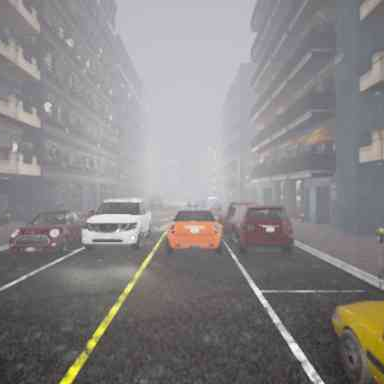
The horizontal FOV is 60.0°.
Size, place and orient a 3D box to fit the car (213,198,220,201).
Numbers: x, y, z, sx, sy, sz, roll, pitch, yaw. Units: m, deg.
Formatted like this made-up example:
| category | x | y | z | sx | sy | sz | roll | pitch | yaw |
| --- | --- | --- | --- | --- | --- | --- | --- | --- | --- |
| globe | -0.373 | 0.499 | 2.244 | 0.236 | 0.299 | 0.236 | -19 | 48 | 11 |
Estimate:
| category | x | y | z | sx | sy | sz | roll | pitch | yaw |
| --- | --- | --- | --- | --- | --- | --- | --- | --- | --- |
| car | 2.673 | 1.414 | 19.435 | 2.192 | 1.841 | 5.009 | -1 | 0 | 0 |

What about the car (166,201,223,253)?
| category | x | y | z | sx | sy | sz | roll | pitch | yaw |
| --- | --- | --- | --- | --- | --- | --- | --- | --- | --- |
| car | 0.096 | 1.422 | 14.090 | 2.097 | 1.767 | 4.553 | 0 | 0 | 0 |

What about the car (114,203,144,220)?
| category | x | y | z | sx | sy | sz | roll | pitch | yaw |
| --- | --- | --- | --- | --- | --- | --- | --- | --- | --- |
| car | -5.705 | 1.725 | 30.805 | 1.947 | 1.339 | 4.313 | -1 | 0 | 0 |

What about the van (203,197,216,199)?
| category | x | y | z | sx | sy | sz | roll | pitch | yaw |
| --- | --- | --- | --- | --- | --- | --- | --- | --- | --- |
| van | 2.670 | 1.562 | 42.173 | 1.690 | 1.788 | 3.998 | -1 | 0 | 0 |

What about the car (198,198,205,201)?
| category | x | y | z | sx | sy | sz | roll | pitch | yaw |
| --- | --- | --- | --- | --- | --- | --- | --- | --- | --- |
| car | 0.094 | 1.749 | 38.754 | 2.033 | 1.411 | 5.357 | 0 | 0 | 0 |

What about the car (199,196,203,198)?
| category | x | y | z | sx | sy | sz | roll | pitch | yaw |
| --- | --- | --- | --- | --- | --- | --- | --- | --- | --- |
| car | 2.668 | 1.937 | 70.594 | 2.008 | 1.369 | 4.403 | -1 | 0 | 0 |

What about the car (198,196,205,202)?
| category | x | y | z | sx | sy | sz | roll | pitch | yaw |
| --- | --- | --- | --- | --- | --- | --- | --- | --- | --- |
| car | 2.662 | 1.966 | 93.334 | 1.967 | 1.590 | 4.097 | -1 | 0 | 0 |

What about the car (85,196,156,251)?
| category | x | y | z | sx | sy | sz | roll | pitch | yaw |
| --- | --- | --- | --- | --- | --- | --- | --- | --- | --- |
| car | -3.100 | 1.297 | 14.924 | 2.150 | 2.045 | 5.566 | 0 | 0 | 0 |

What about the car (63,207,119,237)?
| category | x | y | z | sx | sy | sz | roll | pitch | yaw |
| --- | --- | --- | --- | --- | --- | --- | --- | --- | --- |
| car | -5.704 | 1.644 | 19.435 | 1.887 | 1.381 | 4.507 | -1 | 0 | 0 |

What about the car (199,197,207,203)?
| category | x | y | z | sx | sy | sz | roll | pitch | yaw |
| --- | --- | --- | --- | --- | --- | --- | --- | --- | --- |
| car | 2.666 | 2.000 | 81.964 | 1.887 | 1.381 | 4.507 | -1 | 0 | 0 |

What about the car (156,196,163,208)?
| category | x | y | z | sx | sy | sz | roll | pitch | yaw |
| --- | --- | --- | --- | --- | --- | --- | --- | --- | --- |
| car | -5.713 | 1.601 | 53.544 | 2.192 | 1.841 | 5.009 | -1 | 0 | 0 |

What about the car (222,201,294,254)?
| category | x | y | z | sx | sy | sz | roll | pitch | yaw |
| --- | --- | --- | --- | --- | --- | --- | --- | --- | --- |
| car | 2.674 | 1.385 | 13.750 | 2.192 | 1.841 | 5.009 | -1 | 0 | 0 |

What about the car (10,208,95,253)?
| category | x | y | z | sx | sy | sz | roll | pitch | yaw |
| --- | --- | --- | --- | --- | --- | --- | --- | --- | --- |
| car | -5.704 | 1.510 | 13.751 | 1.967 | 1.590 | 4.097 | -1 | 0 | 0 |

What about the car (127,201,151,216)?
| category | x | y | z | sx | sy | sz | roll | pitch | yaw |
| --- | --- | --- | --- | --- | --- | --- | --- | --- | --- |
| car | -5.706 | 1.756 | 36.489 | 1.947 | 1.339 | 4.313 | -1 | 0 | 0 |

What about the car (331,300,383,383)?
| category | x | y | z | sx | sy | sz | roll | pitch | yaw |
| --- | --- | --- | --- | --- | --- | --- | --- | --- | --- |
| car | 2.679 | 1.539 | 2.549 | 1.752 | 1.417 | 4.829 | -1 | 0 | 0 |

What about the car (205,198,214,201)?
| category | x | y | z | sx | sy | sz | roll | pitch | yaw |
| --- | --- | --- | --- | --- | --- | --- | --- | --- | --- |
| car | 2.673 | 1.716 | 36.657 | 1.752 | 1.417 | 4.829 | -1 | 0 | 0 |
